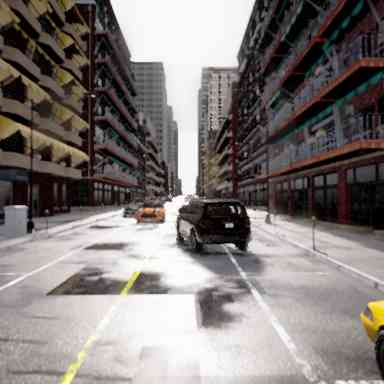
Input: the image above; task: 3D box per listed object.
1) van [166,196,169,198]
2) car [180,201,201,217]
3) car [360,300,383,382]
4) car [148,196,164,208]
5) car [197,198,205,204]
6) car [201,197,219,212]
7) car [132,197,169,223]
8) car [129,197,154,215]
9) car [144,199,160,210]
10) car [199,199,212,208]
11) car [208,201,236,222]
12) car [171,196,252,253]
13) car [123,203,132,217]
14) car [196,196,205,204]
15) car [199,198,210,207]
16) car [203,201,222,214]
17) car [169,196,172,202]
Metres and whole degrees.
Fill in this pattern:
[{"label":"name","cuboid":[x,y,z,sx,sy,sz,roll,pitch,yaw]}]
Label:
[{"label":"van","cuboid":[-6.165,1.820,67.505,1.690,1.788,3.998,1,0,0]},{"label":"car","cuboid":[-0.162,1.746,35.107,2.128,1.511,4.902,0,0,0]},{"label":"car","cuboid":[3.136,1.473,2.198,1.801,1.575,5.366,0,0,0]},{"label":"car","cuboid":[-6.083,1.717,56.424,2.192,1.841,5.009,1,0,0]},{"label":"car","cuboid":[2.130,2.098,78.698,1.887,1.381,4.507,1,0,0]},{"label":"car","cuboid":[2.378,1.639,45.458,2.192,1.841,5.009,1,0,0]},{"label":"car","cuboid":[-3.297,1.551,27.341,2.097,1.767,4.553,0,0,0]},{"label":"car","cuboid":[-5.961,1.602,39.804,2.192,1.841,5.009,1,0,0]},{"label":"car","cuboid":[-6.045,1.888,50.713,1.752,1.417,4.829,1,0,0]},{"label":"car","cuboid":[2.292,1.952,56.537,2.008,1.369,4.403,1,0,0]},{"label":"car","cuboid":[2.497,1.648,28.837,1.967,1.590,4.097,1,0,0]},{"label":"car","cuboid":[0.747,1.327,14.569,2.150,2.045,5.566,0,0,-13]},{"label":"car","cuboid":[-5.925,1.799,34.262,2.008,1.369,4.403,1,0,0]},{"label":"car","cuboid":[2.094,1.906,84.240,2.192,1.841,5.009,1,0,0]},{"label":"car","cuboid":[2.251,1.966,62.247,1.752,1.417,4.829,1,0,0]},{"label":"car","cuboid":[2.415,1.831,39.917,1.887,1.381,4.507,1,0,0]},{"label":"car","cuboid":[-6.327,1.944,89.666,2.192,1.841,5.009,1,0,0]}]
